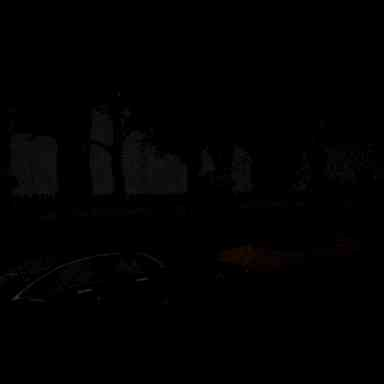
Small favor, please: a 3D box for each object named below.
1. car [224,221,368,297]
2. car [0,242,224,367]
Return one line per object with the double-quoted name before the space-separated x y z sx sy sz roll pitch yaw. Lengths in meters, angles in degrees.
"car" 2.562 1.451 8.388 4.829 1.417 1.752 -1 0 -35
"car" -1.883 1.535 5.217 4.403 1.369 2.008 -1 0 -35
